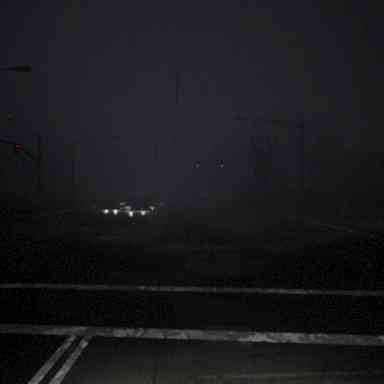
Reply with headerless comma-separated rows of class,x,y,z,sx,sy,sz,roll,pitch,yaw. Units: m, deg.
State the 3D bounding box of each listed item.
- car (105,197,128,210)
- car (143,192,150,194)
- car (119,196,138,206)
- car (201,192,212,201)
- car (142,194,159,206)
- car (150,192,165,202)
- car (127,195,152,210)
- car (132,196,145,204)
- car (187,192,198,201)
car,-10.513,1.646,45.821,2.033,1.411,5.357,0,0,0
car,-10.348,0.964,77.322,2.150,2.045,5.566,0,1,0
car,-10.480,1.522,55.391,2.128,1.511,4.902,0,0,0
car,3.653,1.296,77.341,1.994,1.385,4.181,0,1,0
car,-6.983,1.514,54.622,1.882,1.535,5.008,0,0,0
car,-6.866,1.225,68.730,2.097,1.767,4.553,0,1,0
car,-7.013,1.577,45.067,1.882,1.535,5.008,0,0,0
car,-10.405,1.525,65.101,1.895,1.301,4.718,0,1,1
car,0.150,0.985,76.276,2.150,2.045,5.566,0,1,0
